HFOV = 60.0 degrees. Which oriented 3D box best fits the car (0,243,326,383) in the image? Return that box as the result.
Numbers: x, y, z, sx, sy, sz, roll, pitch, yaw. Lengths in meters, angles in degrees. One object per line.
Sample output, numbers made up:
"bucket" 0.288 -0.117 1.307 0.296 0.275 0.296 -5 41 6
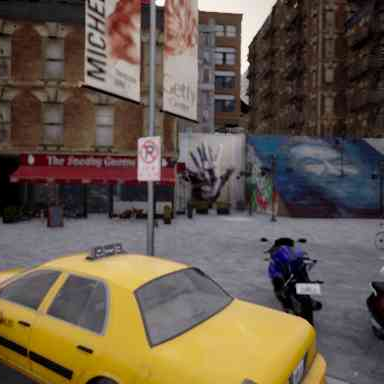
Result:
"car" -1.267 1.413 4.140 5.366 1.575 1.801 1 1 34
